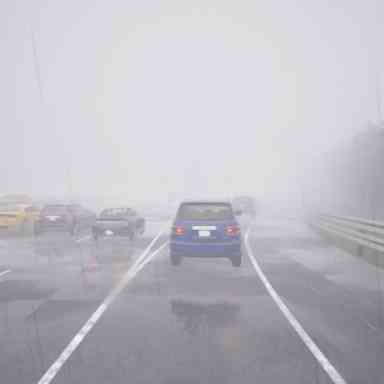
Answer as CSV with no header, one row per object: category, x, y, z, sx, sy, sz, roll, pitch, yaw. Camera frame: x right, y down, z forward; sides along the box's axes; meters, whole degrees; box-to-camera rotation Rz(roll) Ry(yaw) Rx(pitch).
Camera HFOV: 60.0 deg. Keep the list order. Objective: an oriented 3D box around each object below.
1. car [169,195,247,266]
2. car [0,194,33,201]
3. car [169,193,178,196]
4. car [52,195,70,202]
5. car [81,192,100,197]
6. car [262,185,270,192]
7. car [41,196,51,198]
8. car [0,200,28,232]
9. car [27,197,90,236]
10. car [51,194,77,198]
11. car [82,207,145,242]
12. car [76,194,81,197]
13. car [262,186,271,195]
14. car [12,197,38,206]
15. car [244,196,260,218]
car,0.593,1.233,11.792,2.150,2.045,5.566,0,0,5
car,-21.161,1.260,39.491,2.150,2.045,5.566,0,0,0
car,-3.838,1.130,71.344,2.150,2.045,5.566,0,0,-1
car,-28.347,1.372,71.979,1.882,1.535,5.008,0,0,-1
car,-21.337,1.126,71.217,2.150,2.045,5.566,0,0,-1
car,19.607,-0.927,87.863,1.882,1.535,5.008,0,3,10
car,-24.717,1.465,56.565,1.882,1.535,5.008,0,0,0
car,-10.406,1.498,20.404,1.882,1.535,5.008,0,0,0
car,-6.903,1.370,18.589,2.097,1.767,4.553,0,0,0
car,-21.231,1.521,55.416,1.812,1.442,4.674,0,0,0
car,-3.501,1.508,16.509,2.128,1.511,4.902,0,0,0
car,-24.851,1.250,72.238,2.097,1.767,4.553,0,0,-1
car,17.559,-0.173,77.572,2.033,1.411,5.357,0,3,11
car,-28.201,1.589,56.349,1.895,1.301,4.718,0,0,0
car,5.298,1.365,32.387,2.150,2.045,5.566,0,1,18
